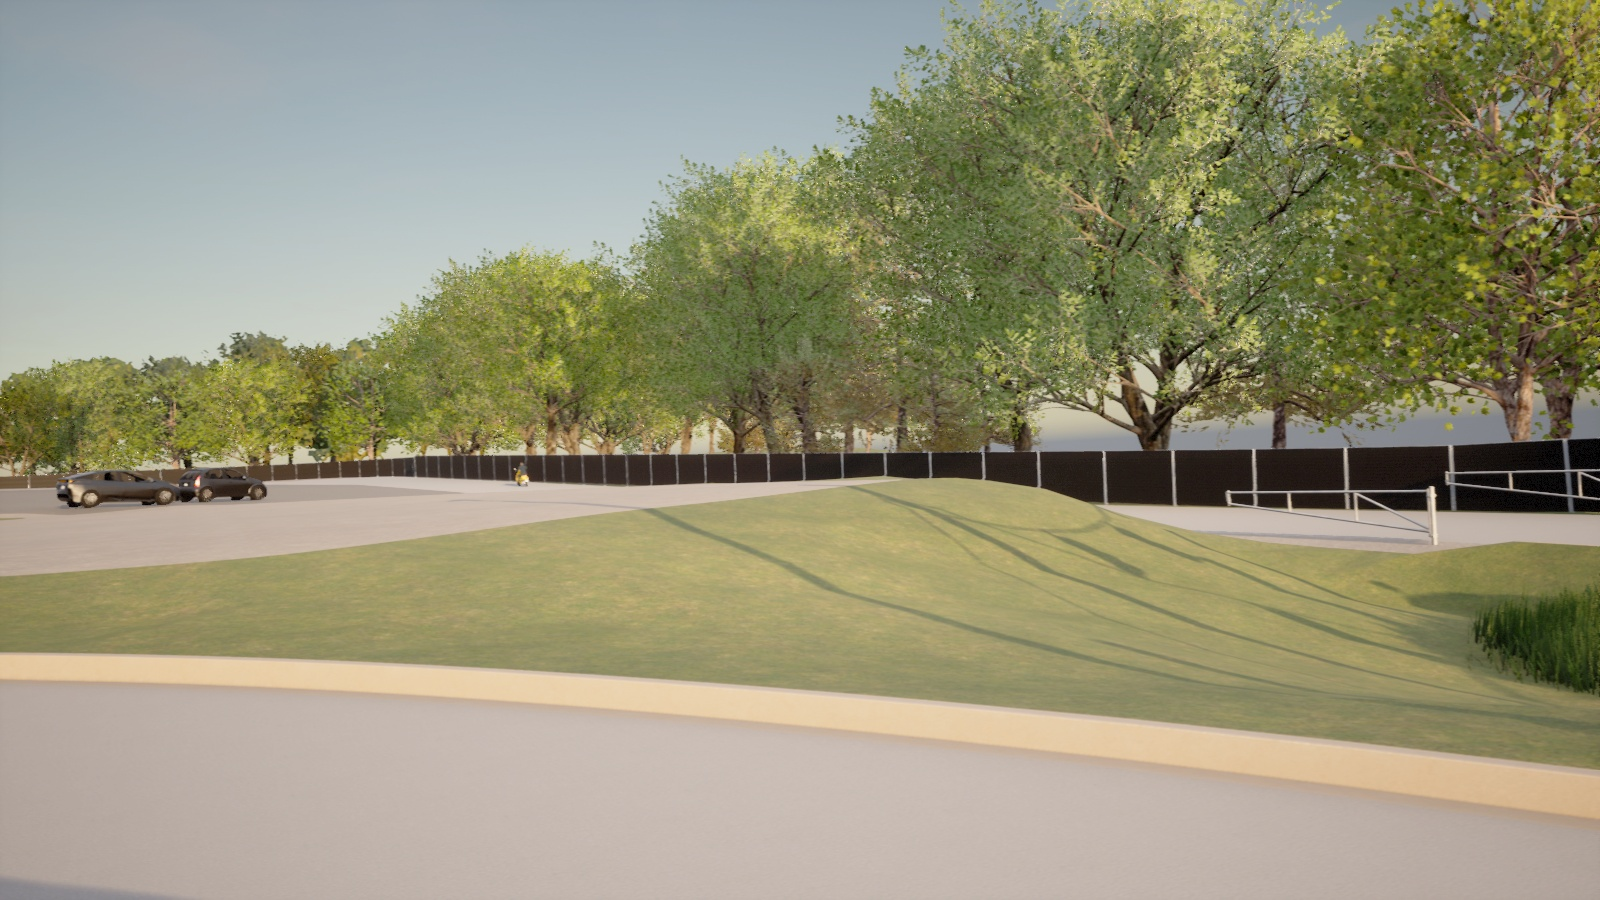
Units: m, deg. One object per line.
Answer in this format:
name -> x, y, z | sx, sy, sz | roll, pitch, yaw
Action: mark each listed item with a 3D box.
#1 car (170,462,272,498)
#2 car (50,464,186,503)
car -> -27.253, 1.388, 59.211 | 1.851, 1.617, 3.988 | -1, -1, 30
car -> -28.070, 1.337, 51.771 | 2.007, 1.525, 4.514 | -1, -1, 42
